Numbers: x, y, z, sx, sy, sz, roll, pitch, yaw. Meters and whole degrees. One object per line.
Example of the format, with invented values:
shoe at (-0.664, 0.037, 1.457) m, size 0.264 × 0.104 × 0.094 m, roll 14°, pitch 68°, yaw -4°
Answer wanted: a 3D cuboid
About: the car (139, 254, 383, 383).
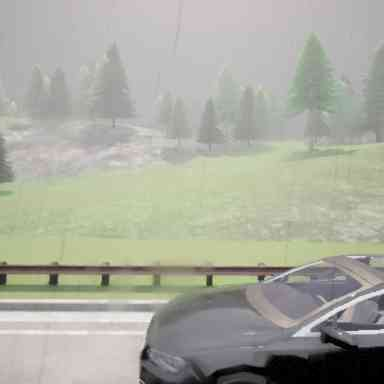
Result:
car at (1.909, 1.491, 3.590) m, size 4.902 × 1.511 × 2.128 m, roll 0°, pitch 0°, yaw 1°
